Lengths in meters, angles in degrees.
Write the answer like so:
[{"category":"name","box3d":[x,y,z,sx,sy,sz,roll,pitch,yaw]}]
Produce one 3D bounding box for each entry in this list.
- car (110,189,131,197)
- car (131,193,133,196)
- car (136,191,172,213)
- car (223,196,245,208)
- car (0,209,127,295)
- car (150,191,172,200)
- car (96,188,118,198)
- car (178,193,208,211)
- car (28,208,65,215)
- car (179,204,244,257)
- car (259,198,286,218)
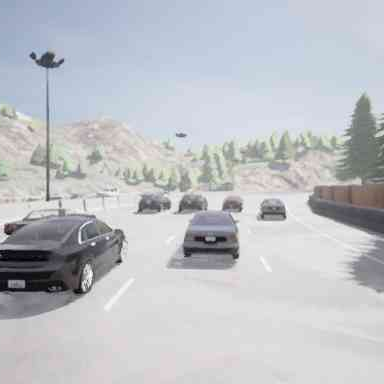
[{"category":"car","box3d":[-12.597,0.621,61.421,1.812,1.442,4.674,0,1,22]},{"category":"car","box3d":[-8.655,0.591,61.899,2.128,1.511,4.902,0,1,22]},{"category":"car","box3d":[-3.352,0.901,31.007,2.097,1.767,4.553,0,1,12]},{"category":"car","box3d":[4.029,1.076,32.111,1.812,1.442,4.674,0,1,13]},{"category":"car","box3d":[-3.010,1.376,8.403,1.837,1.490,4.892,0,1,3]},{"category":"car","box3d":[-5.610,0.607,60.090,1.882,1.535,5.008,0,1,22]},{"category":"car","box3d":[-15.791,0.288,62.880,2.150,2.045,5.566,0,1,22]},{"category":"car","box3d":[0.210,0.909,30.973,2.097,1.767,4.553,0,1,12]},{"category":"car","box3d":[-5.980,1.374,14.852,1.895,1.301,4.718,0,1,6]},{"category":"car","box3d":[0.765,1.375,12.136,2.033,1.411,5.357,0,1,5]},{"category":"car","box3d":[6.235,1.192,25.798,2.033,1.411,5.357,0,1,11]}]
